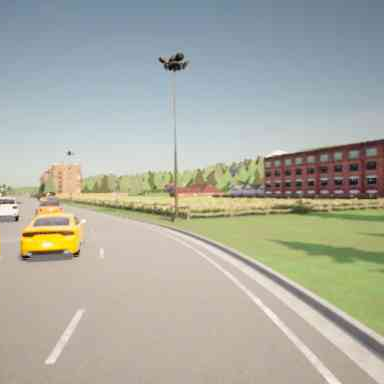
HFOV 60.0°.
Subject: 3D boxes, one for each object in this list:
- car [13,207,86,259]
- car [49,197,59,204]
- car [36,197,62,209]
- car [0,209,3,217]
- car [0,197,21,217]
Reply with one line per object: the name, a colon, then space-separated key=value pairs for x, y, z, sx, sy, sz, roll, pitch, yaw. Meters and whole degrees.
car: x=-5.336 y=1.569 z=13.198 sx=1.882 sy=1.535 sz=5.008 roll=-1 pitch=0 yaw=-15
car: x=-33.679 y=2.052 z=81.205 sx=1.882 sy=1.535 sz=5.008 roll=-1 pitch=0 yaw=-27
car: x=-12.890 y=1.571 z=30.055 sx=2.097 sy=1.767 sz=4.553 roll=-1 pitch=0 yaw=-27
car: x=-9.192 y=1.652 z=13.025 sx=1.837 sy=1.490 sz=4.892 roll=0 pitch=0 yaw=-17
car: x=-16.772 y=1.497 z=29.983 sx=2.150 sy=2.045 sz=5.566 roll=-1 pitch=0 yaw=-27
